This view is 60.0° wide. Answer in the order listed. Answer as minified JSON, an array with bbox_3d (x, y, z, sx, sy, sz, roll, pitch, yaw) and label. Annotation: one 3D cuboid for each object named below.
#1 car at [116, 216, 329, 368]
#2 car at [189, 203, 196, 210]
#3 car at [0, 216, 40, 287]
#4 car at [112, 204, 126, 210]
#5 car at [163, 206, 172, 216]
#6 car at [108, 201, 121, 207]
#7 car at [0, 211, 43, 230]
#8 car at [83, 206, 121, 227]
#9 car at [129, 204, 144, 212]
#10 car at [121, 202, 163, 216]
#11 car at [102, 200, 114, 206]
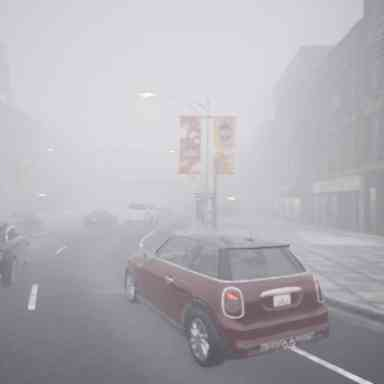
[{"bbox_3d":[0.235,1.539,6.452,2.097,1.767,4.553,2,-2,-28],"label":"car"},{"bbox_3d":[0.342,3.822,86.829,2.231,1.521,4.892,1,-2,11],"label":"car"},{"bbox_3d":[-5.881,1.647,9.539,2.128,1.511,4.902,1,-2,-20],"label":"car"},{"bbox_3d":[-16.689,3.326,76.071,1.895,1.301,4.718,1,-2,1],"label":"car"},{"bbox_3d":[-3.964,2.713,47.521,1.837,1.490,4.892,1,-1,4],"label":"car"},{"bbox_3d":[-13.951,3.008,63.468,1.994,1.385,4.181,1,-2,2],"label":"car"},{"bbox_3d":[-11.519,1.943,21.889,1.994,1.385,4.181,1,-2,0],"label":"car"},{"bbox_3d":[-7.715,2.186,28.281,1.994,1.385,4.181,1,-2,1],"label":"car"},{"bbox_3d":[-10.454,3.073,63.426,1.994,1.385,4.181,1,-2,2],"label":"car"},{"bbox_3d":[-4.427,1.962,30.293,2.150,2.045,5.566,1,-1,4],"label":"car"},{"bbox_3d":[-16.839,2.760,68.689,2.435,2.045,5.566,1,-2,1],"label":"car"}]
